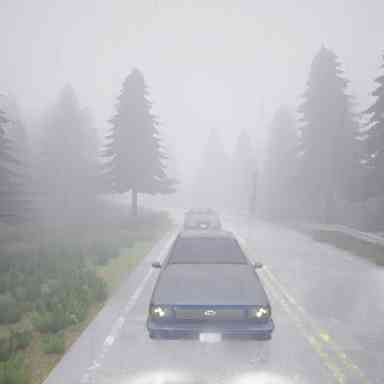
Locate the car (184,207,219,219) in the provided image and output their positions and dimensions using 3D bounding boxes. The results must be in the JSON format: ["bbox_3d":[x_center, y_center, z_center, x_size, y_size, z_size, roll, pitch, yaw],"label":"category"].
[{"bbox_3d":[0.520,1.584,19.301,1.994,1.385,4.181,0,0,-2],"label":"car"}]

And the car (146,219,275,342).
[{"bbox_3d":[0.303,1.558,7.101,2.033,1.411,5.357,0,0,1],"label":"car"}]
